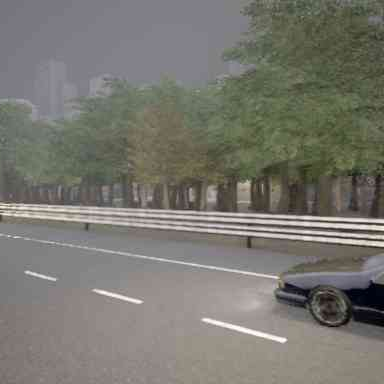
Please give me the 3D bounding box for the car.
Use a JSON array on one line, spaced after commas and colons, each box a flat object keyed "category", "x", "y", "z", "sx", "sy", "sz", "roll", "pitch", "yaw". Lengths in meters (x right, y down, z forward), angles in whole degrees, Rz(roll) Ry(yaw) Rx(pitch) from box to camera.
[{"category": "car", "x": 4.107, "y": 1.548, "z": 5.237, "sx": 5.357, "sy": 1.411, "sz": 2.033, "roll": 0, "pitch": 0, "yaw": 36}]
